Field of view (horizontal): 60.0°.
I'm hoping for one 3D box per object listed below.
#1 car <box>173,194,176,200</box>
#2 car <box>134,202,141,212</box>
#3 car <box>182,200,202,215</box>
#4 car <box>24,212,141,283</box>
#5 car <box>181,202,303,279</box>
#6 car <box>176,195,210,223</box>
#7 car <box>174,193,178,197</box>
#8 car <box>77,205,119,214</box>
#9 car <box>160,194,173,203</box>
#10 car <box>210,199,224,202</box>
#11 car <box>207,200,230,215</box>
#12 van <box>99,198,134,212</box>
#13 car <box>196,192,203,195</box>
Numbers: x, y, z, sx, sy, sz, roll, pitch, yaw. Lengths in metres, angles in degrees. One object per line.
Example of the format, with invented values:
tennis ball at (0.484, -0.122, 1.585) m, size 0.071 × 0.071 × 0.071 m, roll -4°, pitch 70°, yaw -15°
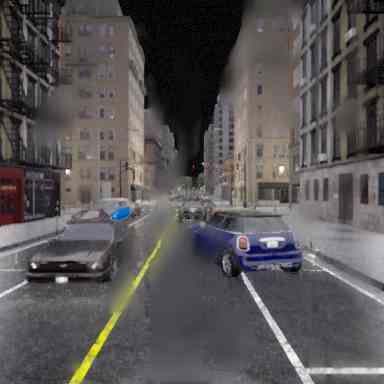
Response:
car at (-5.426, 1.548, 77.890) m, size 1.947 × 1.339 × 4.313 m, roll 0°, pitch 0°, yaw 0°
car at (-5.404, 1.545, 28.565) m, size 2.008 × 1.369 × 4.403 m, roll 0°, pitch 0°, yaw 0°
car at (0.001, 1.557, 35.312) m, size 1.994 × 1.385 × 4.181 m, roll 0°, pitch 0°, yaw 0°
car at (-2.855, 1.545, 9.962) m, size 2.033 × 1.411 × 5.357 m, roll 0°, pitch 0°, yaw 0°
car at (1.380, 1.349, 10.442) m, size 2.097 × 1.767 × 4.553 m, roll 0°, pitch 0°, yaw -18°
car at (0.065, 1.346, 25.650) m, size 2.097 × 1.767 × 4.553 m, roll 0°, pitch 0°, yaw 0°
car at (-5.432, 1.528, 89.253) m, size 2.008 × 1.369 × 4.403 m, roll 0°, pitch 0°, yaw 0°
car at (-5.402, 1.578, 17.752) m, size 1.802 × 1.307 × 4.206 m, roll 0°, pitch 0°, yaw 0°
car at (-5.421, 1.511, 66.358) m, size 1.752 × 1.417 × 4.829 m, roll 0°, pitch 0°, yaw 0°
car at (2.630, 1.519, 28.739) m, size 1.752 × 1.417 × 4.829 m, roll 0°, pitch 0°, yaw 0°
car at (2.622, 1.544, 33.976) m, size 2.008 × 1.369 × 4.403 m, roll 0°, pitch 0°, yaw 0°
van at (-5.403, 1.336, 23.158) m, size 1.690 × 1.788 × 3.998 m, roll 0°, pitch 0°, yaw 0°
car at (2.596, 1.419, 83.579) m, size 1.967 × 1.590 × 4.097 m, roll 0°, pitch 0°, yaw 0°
